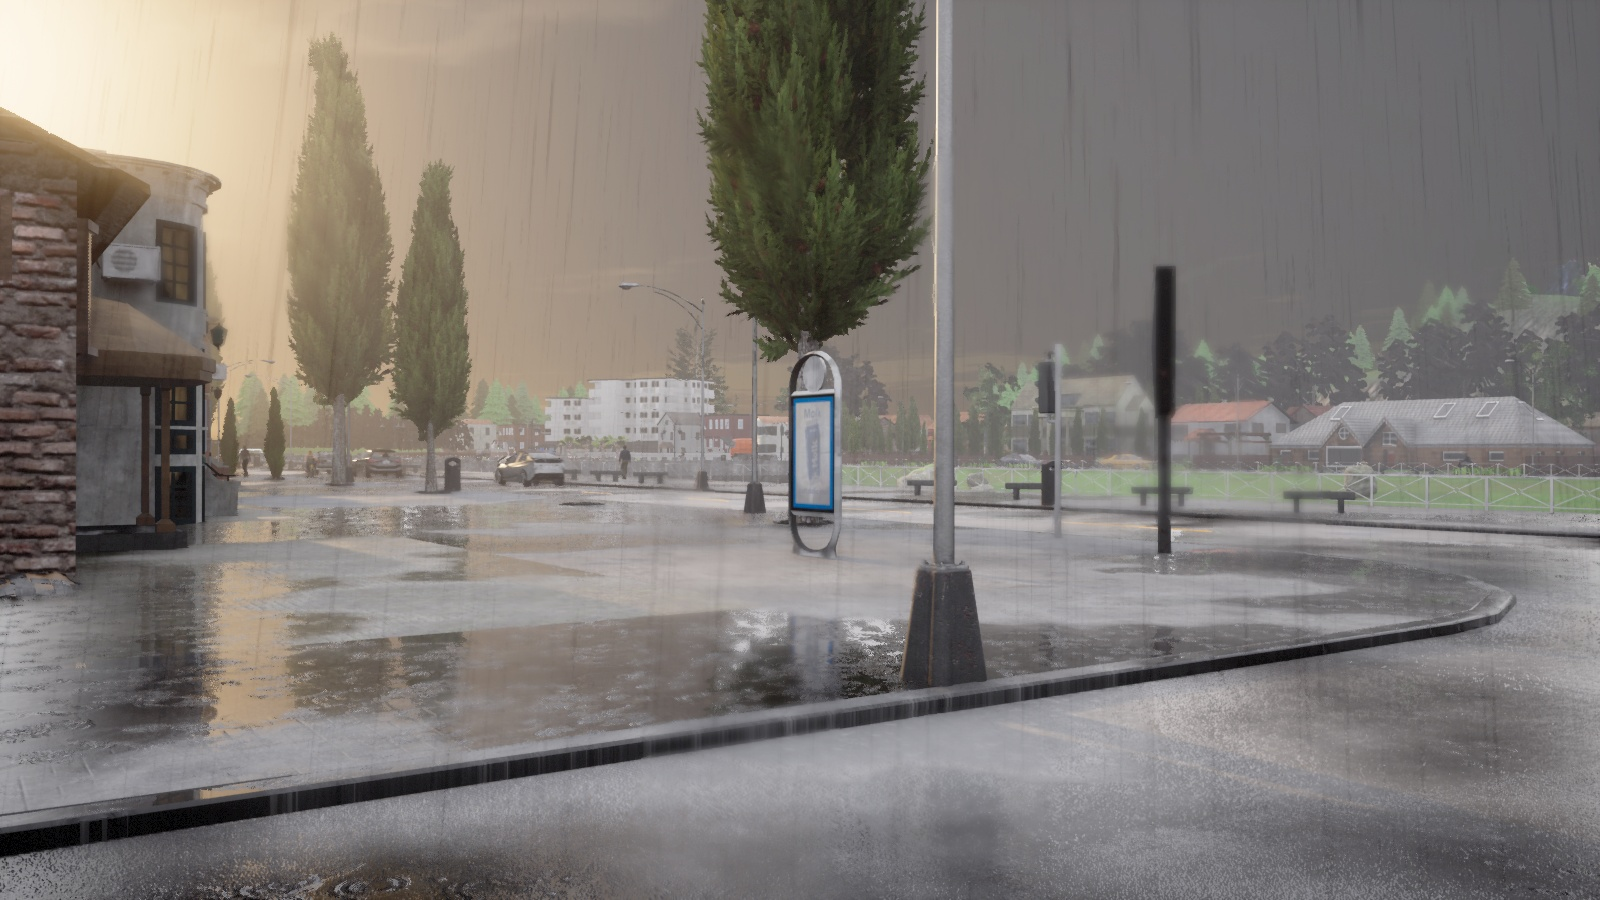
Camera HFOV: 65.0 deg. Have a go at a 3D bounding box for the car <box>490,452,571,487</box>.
[{"bbox_3d":[-12.252,0.857,56.901,2.007,1.525,4.514,0,0,-34],"label":"car"}]

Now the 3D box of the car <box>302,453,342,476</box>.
[{"bbox_3d":[-33.343,1.008,87.584,1.789,1.549,3.705,0,0,-34],"label":"car"}]

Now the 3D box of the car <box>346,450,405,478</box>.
[{"bbox_3d":[-25.997,0.832,76.896,2.242,1.667,4.611,0,0,-34],"label":"car"}]

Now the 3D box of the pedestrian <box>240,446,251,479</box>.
[{"bbox_3d":[-31.413,0.695,71.118,0.331,1.846,0.634,0,0,-2],"label":"pedestrian"}]

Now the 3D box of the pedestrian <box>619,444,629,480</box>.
[{"bbox_3d":[-9.116,0.633,65.114,0.370,1.835,0.726,0,0,-21],"label":"pedestrian"}]
